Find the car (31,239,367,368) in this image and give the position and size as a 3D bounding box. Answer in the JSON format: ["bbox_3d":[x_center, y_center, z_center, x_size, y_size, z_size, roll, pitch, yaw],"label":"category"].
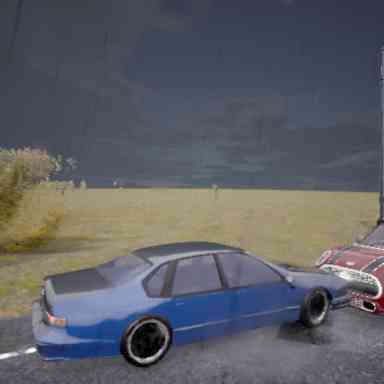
[{"bbox_3d":[0.237,1.585,5.666,5.357,1.411,2.033,1,0,-26],"label":"car"}]

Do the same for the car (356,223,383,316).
[{"bbox_3d":[4.868,1.439,7.293,4.553,1.767,2.097,1,-1,-26],"label":"car"}]
